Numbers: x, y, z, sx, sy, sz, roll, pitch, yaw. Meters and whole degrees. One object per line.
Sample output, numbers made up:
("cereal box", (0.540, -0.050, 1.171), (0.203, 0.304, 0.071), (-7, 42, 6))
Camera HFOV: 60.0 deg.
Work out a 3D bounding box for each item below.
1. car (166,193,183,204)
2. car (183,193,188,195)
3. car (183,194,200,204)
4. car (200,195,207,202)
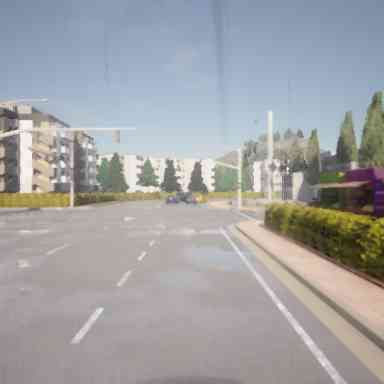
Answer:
("car", (-3.557, 1.312, 62.026), (2.097, 1.767, 4.553), (0, 0, 5))
("car", (-1.830, 1.149, 71.837), (2.150, 2.045, 5.566), (0, 0, 18))
("car", (-0.084, 1.508, 61.227), (2.033, 1.411, 5.357), (0, 0, 2))
("car", (1.772, 1.423, 71.657), (1.882, 1.535, 5.008), (0, 0, 18))
